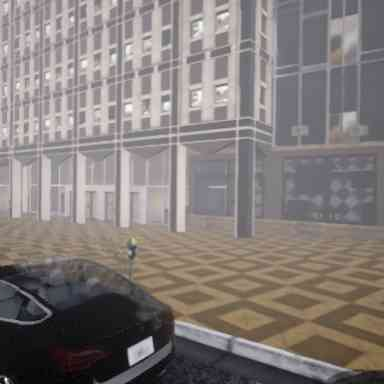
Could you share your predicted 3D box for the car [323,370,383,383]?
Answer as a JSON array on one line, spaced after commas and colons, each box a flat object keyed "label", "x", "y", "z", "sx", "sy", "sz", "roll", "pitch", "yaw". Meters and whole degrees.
[{"label": "car", "x": 2.396, "y": 1.566, "z": 1.153, "sx": 4.313, "sy": 1.339, "sz": 1.947, "roll": 0, "pitch": 1, "yaw": 36}]

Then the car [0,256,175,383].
[{"label": "car", "x": -2.183, "y": 1.565, "z": 4.420, "sx": 4.313, "sy": 1.339, "sz": 1.947, "roll": 0, "pitch": 1, "yaw": 36}]
